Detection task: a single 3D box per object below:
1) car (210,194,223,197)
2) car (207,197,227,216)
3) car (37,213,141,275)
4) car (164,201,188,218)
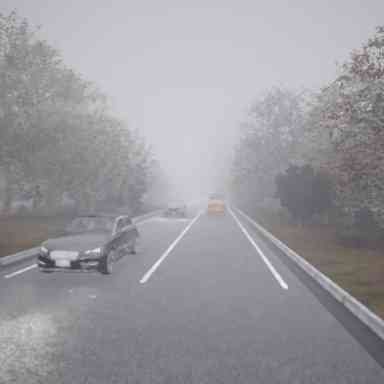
[{"bbox_3d":[3.557,1.333,47.880,2.150,2.045,5.566,1,-1,5],"label":"car"},{"bbox_3d":[2.570,1.564,34.604,1.882,1.535,5.008,1,0,5],"label":"car"},{"bbox_3d":[-2.914,1.449,10.423,2.128,1.511,4.902,1,0,4],"label":"car"},{"bbox_3d":[-1.377,1.534,30.418,1.812,1.442,4.674,1,0,5],"label":"car"}]
